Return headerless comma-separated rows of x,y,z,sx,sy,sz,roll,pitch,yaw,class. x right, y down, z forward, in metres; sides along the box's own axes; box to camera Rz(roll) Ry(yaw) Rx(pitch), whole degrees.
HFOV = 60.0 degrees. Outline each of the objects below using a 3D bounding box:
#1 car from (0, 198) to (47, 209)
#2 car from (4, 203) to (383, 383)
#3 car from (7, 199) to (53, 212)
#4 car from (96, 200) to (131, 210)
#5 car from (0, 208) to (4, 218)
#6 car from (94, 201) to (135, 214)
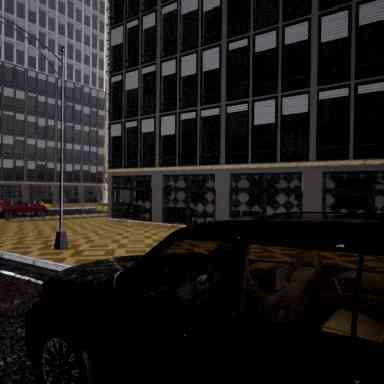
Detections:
-16.126,1.518,31.048,2.192,1.841,5.009,1,0,37,car
0.699,1.221,3.184,5.566,2.045,2.150,0,0,36,car
-19.596,1.642,40.433,1.752,1.417,4.829,1,0,37,car
-11.169,1.852,47.416,1.895,1.301,4.718,1,0,37,car
-7.283,1.347,8.905,4.553,1.767,2.097,0,0,36,car
-9.301,1.829,40.239,1.752,1.417,4.829,1,0,37,car
